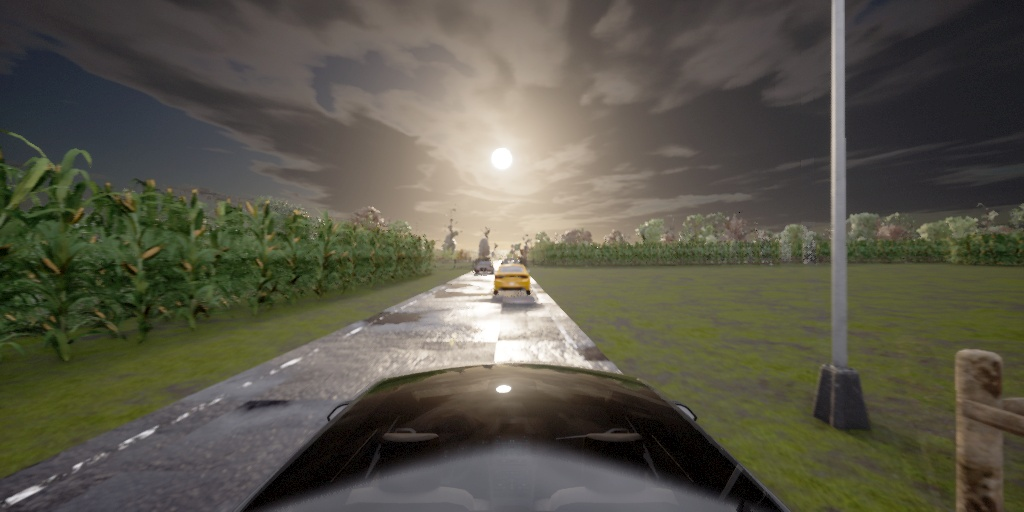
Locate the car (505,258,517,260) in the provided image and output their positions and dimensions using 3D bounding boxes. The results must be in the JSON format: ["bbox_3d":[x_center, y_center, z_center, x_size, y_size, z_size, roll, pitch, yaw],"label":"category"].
[{"bbox_3d":[-0.109,0.990,37.399,2.097,1.767,4.553,0,0,0],"label":"car"}]

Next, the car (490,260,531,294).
[{"bbox_3d":[-0.007,1.176,19.890,1.882,1.535,5.008,0,0,0],"label":"car"}]

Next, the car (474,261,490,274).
[{"bbox_3d":[-2.950,1.212,38.783,1.994,1.385,4.181,0,0,0],"label":"car"}]
